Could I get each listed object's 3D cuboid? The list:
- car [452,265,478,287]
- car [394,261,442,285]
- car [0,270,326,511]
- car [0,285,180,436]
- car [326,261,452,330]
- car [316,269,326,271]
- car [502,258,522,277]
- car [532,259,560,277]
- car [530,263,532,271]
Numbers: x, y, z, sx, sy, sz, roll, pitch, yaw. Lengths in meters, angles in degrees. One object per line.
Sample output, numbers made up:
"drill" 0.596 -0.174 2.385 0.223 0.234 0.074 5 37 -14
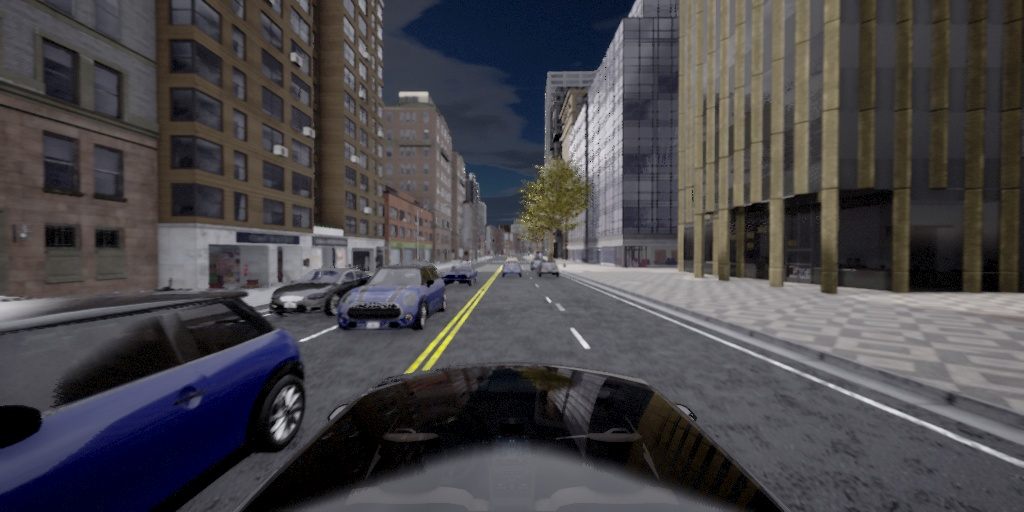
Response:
"car" -3.344 1.262 23.683 1.895 1.301 4.718 0 0 0
"car" -6.587 1.145 25.782 2.128 1.511 4.902 0 0 0
"car" -3.346 1.100 2.089 2.097 1.767 4.553 0 0 0
"car" -6.594 1.246 3.674 1.837 1.490 4.892 0 0 0
"car" -3.347 1.066 10.881 2.097 1.767 4.553 0 0 0
"car" -6.597 1.196 13.115 2.128 1.511 4.902 0 0 0
"car" -0.003 1.168 33.337 2.033 1.411 5.357 0 0 0
"car" 3.246 1.169 33.154 2.033 1.411 5.357 0 0 0
"car" 3.261 1.111 45.465 2.033 1.411 5.357 0 0 0
